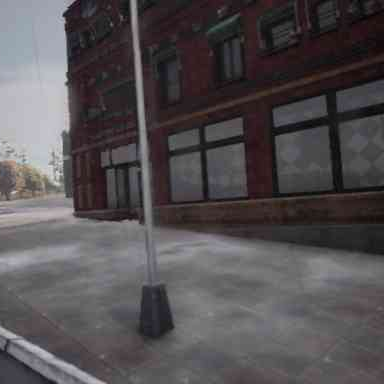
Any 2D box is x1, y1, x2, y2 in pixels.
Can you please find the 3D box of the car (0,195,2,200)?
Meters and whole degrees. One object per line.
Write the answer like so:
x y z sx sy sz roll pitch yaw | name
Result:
-32.512 0.900 52.545 2.150 2.045 5.566 -5 2 0 | car
